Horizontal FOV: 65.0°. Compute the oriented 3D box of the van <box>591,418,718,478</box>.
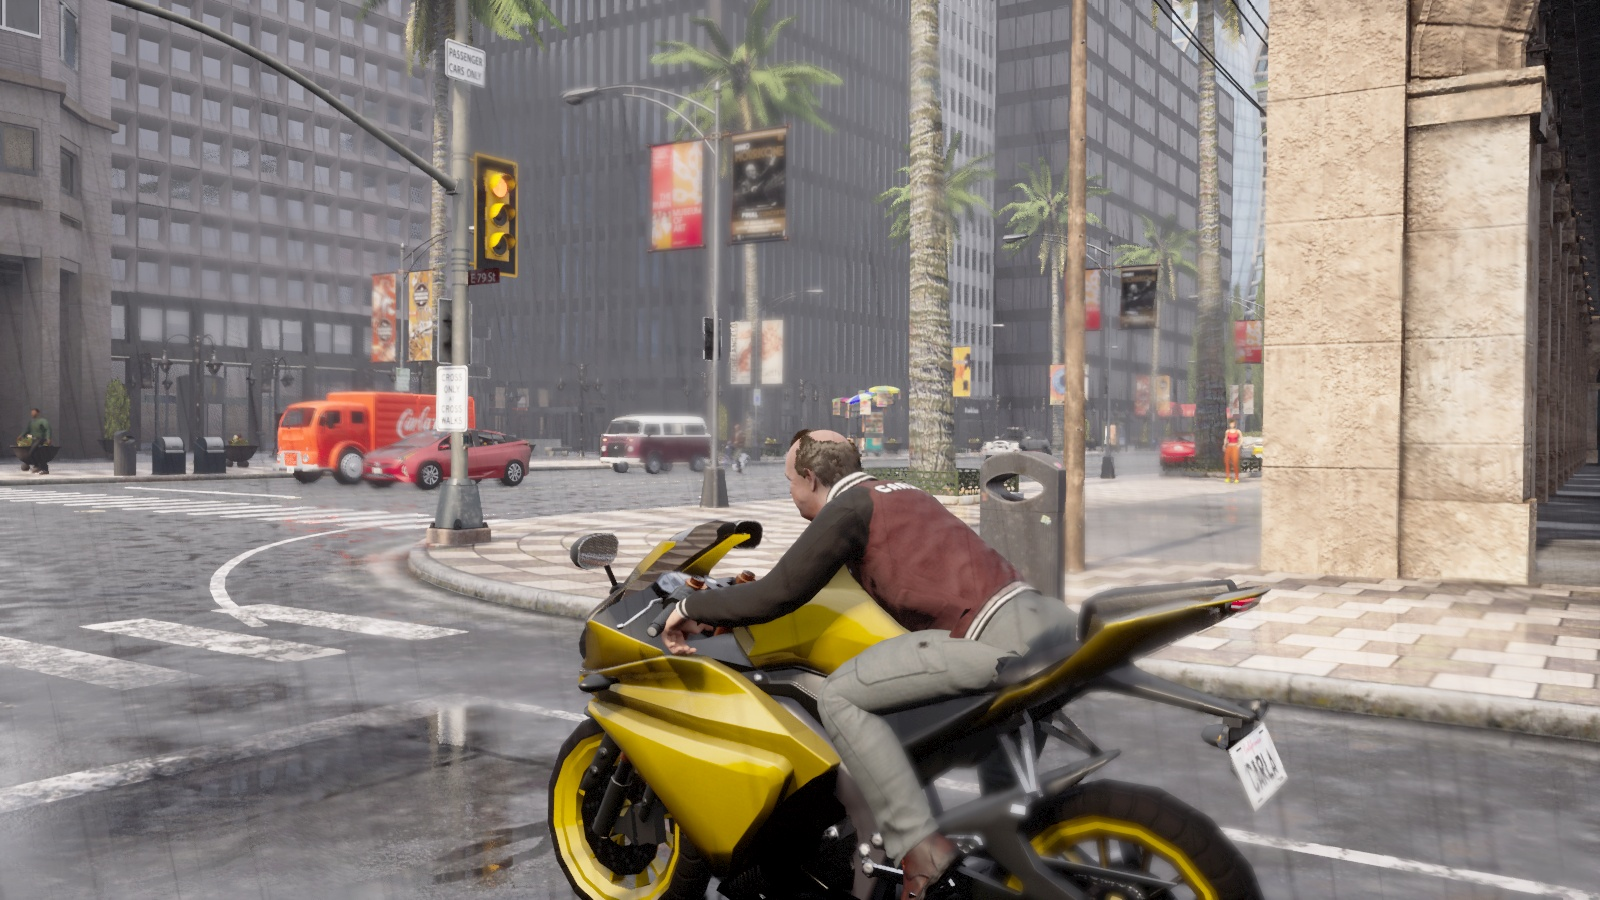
[{"bbox_3d":[-5.090,-0.108,44.604,2.069,2.038,4.480,0,1,33],"label":"van"}]

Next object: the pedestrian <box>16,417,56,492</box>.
[{"bbox_3d":[-20.278,0.117,33.336,0.423,1.949,0.788,0,1,21],"label":"pedestrian"}]

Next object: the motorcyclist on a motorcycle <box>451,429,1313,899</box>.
[{"bbox_3d":[0.146,0.718,3.421,2.191,1.530,0.866,0,1,33],"label":"motorcyclist on a motorcycle"}]

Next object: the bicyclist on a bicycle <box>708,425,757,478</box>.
[{"bbox_3d":[-2.276,0.042,42.515,0.659,1.776,1.843,0,1,33],"label":"bicyclist on a bicycle"}]

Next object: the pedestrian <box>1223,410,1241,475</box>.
[{"bbox_3d":[12.243,-0.208,35.574,0.345,1.836,0.594,0,1,33],"label":"pedestrian"}]

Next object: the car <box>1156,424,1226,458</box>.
[{"bbox_3d":[19.823,-0.471,63.498,2.242,1.667,4.611,0,1,33],"label":"car"}]

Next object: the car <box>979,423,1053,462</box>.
[{"bbox_3d":[10.771,-0.401,62.375,1.932,1.855,4.605,0,1,33],"label":"car"}]

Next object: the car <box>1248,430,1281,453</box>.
[{"bbox_3d":[28.433,-0.521,76.858,1.481,1.376,2.207,0,1,33],"label":"car"}]

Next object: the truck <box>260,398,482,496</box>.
[{"bbox_3d":[-11.689,-0.121,34.589,2.627,2.467,5.204,0,1,35],"label":"truck"}]

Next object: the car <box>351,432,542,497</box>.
[{"bbox_3d":[-8.995,0.318,32.343,2.007,1.525,4.514,0,1,33],"label":"car"}]
